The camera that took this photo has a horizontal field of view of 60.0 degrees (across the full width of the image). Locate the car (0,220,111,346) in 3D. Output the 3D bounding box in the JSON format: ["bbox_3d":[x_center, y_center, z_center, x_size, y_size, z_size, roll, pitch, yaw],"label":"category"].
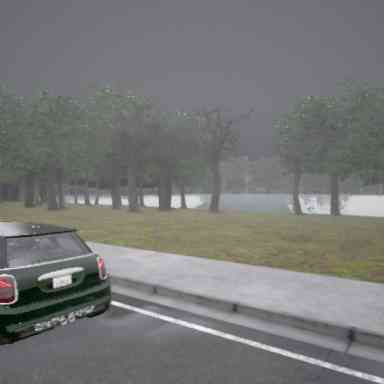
[{"bbox_3d":[-3.646,1.333,6.167,4.553,1.767,2.097,0,0,36],"label":"car"}]
